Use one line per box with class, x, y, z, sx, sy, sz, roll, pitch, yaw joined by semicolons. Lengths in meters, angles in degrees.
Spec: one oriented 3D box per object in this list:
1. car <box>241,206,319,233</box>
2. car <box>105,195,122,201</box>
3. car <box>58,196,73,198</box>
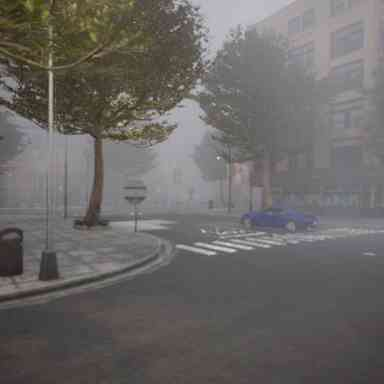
car;5.409;1.620;21.067;5.008;1.535;1.882;0;0;44
car;-19.615;1.600;83.747;4.674;1.452;2.002;1;0;-36
car;-27.158;1.588;73.314;4.786;1.482;2.161;1;0;-36
